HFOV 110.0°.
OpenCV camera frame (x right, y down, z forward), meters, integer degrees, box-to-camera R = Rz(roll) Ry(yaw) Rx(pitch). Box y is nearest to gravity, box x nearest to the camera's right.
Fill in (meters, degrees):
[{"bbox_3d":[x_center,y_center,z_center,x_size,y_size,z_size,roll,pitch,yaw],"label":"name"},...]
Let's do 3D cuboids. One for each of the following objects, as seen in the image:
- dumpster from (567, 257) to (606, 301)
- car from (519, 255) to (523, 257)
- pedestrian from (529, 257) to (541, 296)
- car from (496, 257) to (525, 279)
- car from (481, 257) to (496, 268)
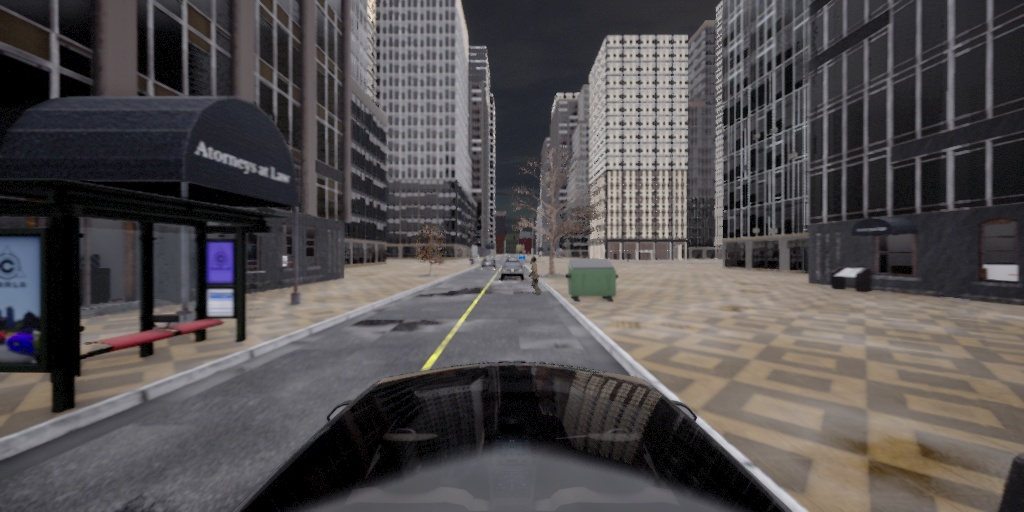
[{"bbox_3d":[3.139,1.028,15.315,1.020,1.700,1.940,0,0,0],"label":"dumpster"},{"bbox_3d":[0.066,0.834,46.627,1.882,1.535,5.008,0,1,0],"label":"car"},{"bbox_3d":[1.071,0.913,16.731,0.375,1.860,0.375,0,0,-1],"label":"pedestrian"},{"bbox_3d":[0.042,1.064,28.570,2.033,1.411,5.357,0,1,0],"label":"car"},{"bbox_3d":[-3.068,0.837,47.921,2.128,1.511,4.902,0,1,0],"label":"car"}]
